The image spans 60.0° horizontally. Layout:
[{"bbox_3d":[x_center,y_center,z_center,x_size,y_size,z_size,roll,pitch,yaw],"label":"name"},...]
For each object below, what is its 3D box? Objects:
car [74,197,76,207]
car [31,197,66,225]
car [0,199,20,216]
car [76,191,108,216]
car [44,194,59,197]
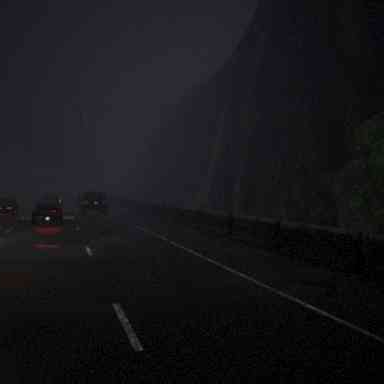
[{"bbox_3d":[-13.590,1.011,41.443,1.882,1.535,5.008,0,1,-22],"label":"car"},{"bbox_3d":[-9.767,1.322,22.628,1.837,1.490,4.892,0,1,-22],"label":"car"},{"bbox_3d":[-15.689,1.258,27.945,2.033,1.411,5.357,0,1,-22],"label":"car"},{"bbox_3d":[-8.956,0.962,29.970,2.150,2.045,5.566,0,1,-22],"label":"car"},{"bbox_3d":[-15.369,0.947,36.502,2.097,1.767,4.553,0,1,-22],"label":"car"}]
